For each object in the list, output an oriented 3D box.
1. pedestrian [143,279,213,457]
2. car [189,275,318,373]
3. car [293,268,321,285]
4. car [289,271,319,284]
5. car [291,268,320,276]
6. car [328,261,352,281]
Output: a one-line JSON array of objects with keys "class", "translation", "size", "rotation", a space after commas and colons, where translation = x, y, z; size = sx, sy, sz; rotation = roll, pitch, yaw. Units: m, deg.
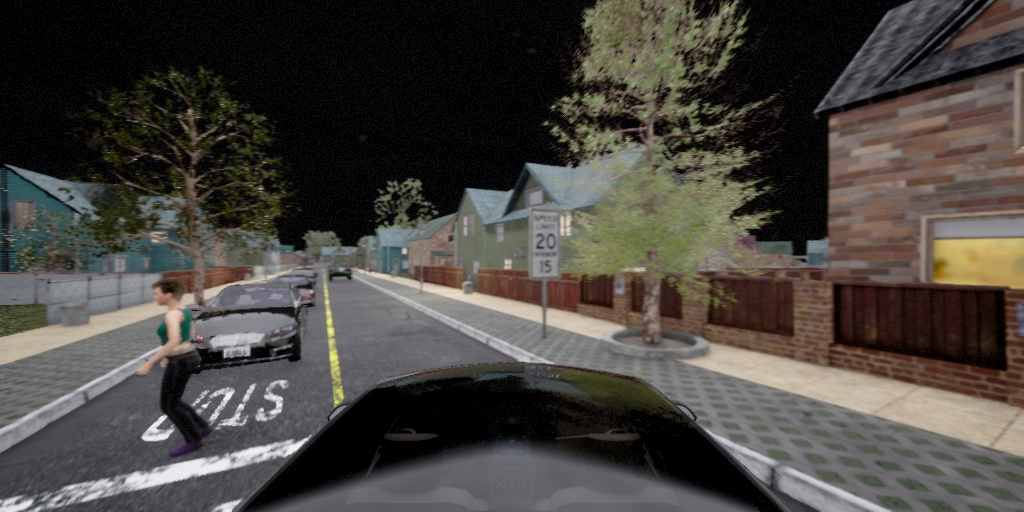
[{"class": "pedestrian", "translation": [-3.459, 1.102, 3.723], "size": [0.375, 1.860, 0.375], "rotation": [-2, 1, -28]}, {"class": "car", "translation": [-5.733, 1.372, 8.152], "size": [2.128, 1.511, 4.902], "rotation": [0, -1, -28]}, {"class": "car", "translation": [-19.264, 1.855, 33.902], "size": [2.033, 1.411, 5.357], "rotation": [0, -1, -27]}, {"class": "car", "translation": [-10.060, 1.581, 16.348], "size": [1.994, 1.385, 4.181], "rotation": [0, -1, -28]}, {"class": "car", "translation": [-14.596, 1.664, 24.968], "size": [1.837, 1.490, 4.892], "rotation": [0, -1, -28]}, {"class": "car", "translation": [-18.573, 1.576, 38.802], "size": [2.150, 2.045, 5.566], "rotation": [0, -1, -27]}]
